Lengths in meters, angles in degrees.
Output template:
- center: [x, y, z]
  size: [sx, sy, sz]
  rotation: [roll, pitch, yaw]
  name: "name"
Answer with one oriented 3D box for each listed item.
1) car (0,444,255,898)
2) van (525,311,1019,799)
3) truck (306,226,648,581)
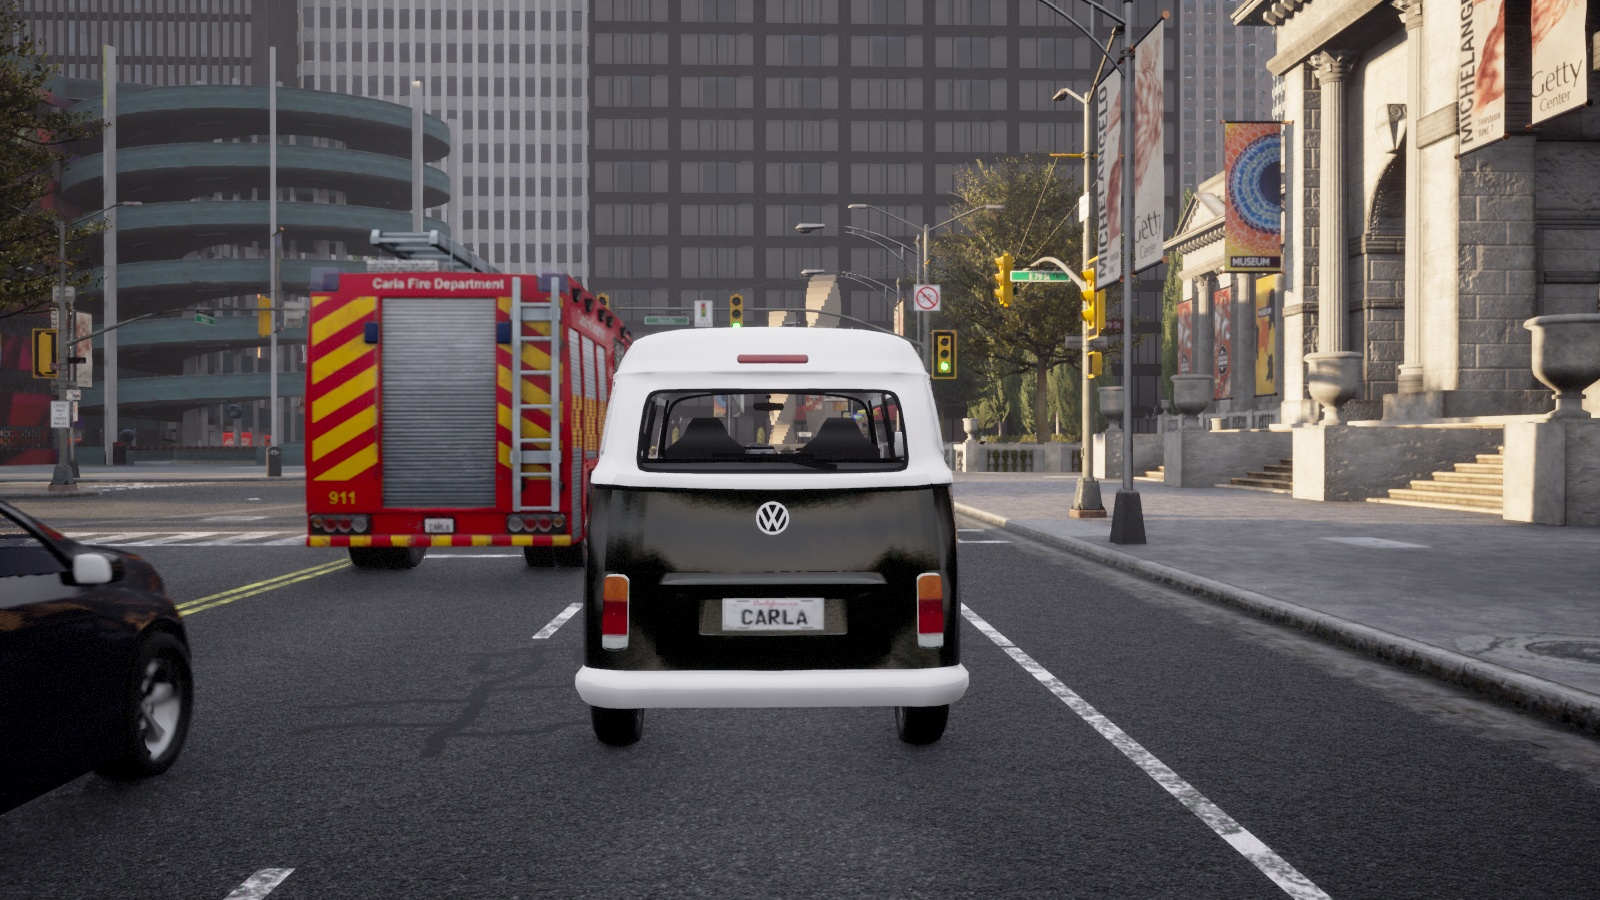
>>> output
- center: [-3.585, 0.733, 4.413]
  size: [1.845, 1.501, 3.633]
  rotation: [0, 0, -2]
  name: "car"
- center: [-0.179, 0.427, 7.507]
  size: [2.069, 2.038, 4.480]
  rotation: [0, 0, -2]
  name: "van"
- center: [-3.995, -0.522, 17.792]
  size: [2.891, 3.827, 8.468]
  rotation: [0, 0, -2]
  name: "truck"
